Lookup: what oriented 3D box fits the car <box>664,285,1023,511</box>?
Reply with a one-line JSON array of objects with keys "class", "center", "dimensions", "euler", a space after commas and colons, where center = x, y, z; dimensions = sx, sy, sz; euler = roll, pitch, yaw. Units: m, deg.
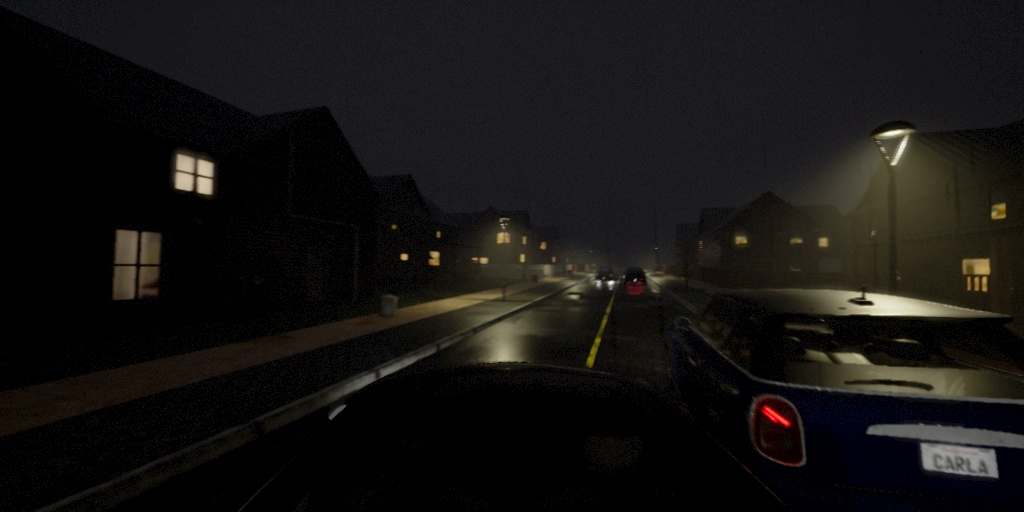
[{"class": "car", "center": [2.955, 1.120, 3.888], "dimensions": [2.097, 1.767, 4.553], "euler": [-2, -2, 17]}]

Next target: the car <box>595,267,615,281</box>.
[{"class": "car", "center": [10.057, 1.893, 38.663], "dimensions": [2.033, 1.411, 5.357], "euler": [0, -1, 17]}]

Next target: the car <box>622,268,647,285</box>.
[{"class": "car", "center": [10.857, 1.756, 31.797], "dimensions": [1.837, 1.490, 4.892], "euler": [0, -1, 18]}]
